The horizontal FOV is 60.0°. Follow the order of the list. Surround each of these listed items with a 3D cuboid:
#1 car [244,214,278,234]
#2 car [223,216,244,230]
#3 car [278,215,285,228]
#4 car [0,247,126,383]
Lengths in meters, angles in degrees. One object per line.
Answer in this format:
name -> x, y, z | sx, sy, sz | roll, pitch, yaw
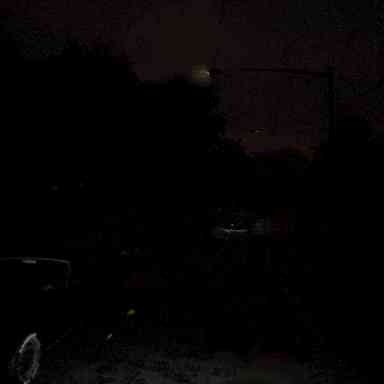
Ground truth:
car -> 5.995, 2.831, 28.496 | 1.994, 1.385, 4.181 | -1, -3, 18
car -> 4.604, 3.145, 34.350 | 1.994, 1.385, 4.181 | -1, -3, 20
car -> 9.794, 3.419, 39.436 | 1.837, 1.490, 4.892 | -1, -3, 20
car -> -2.672, 1.701, 5.589 | 1.895, 1.301, 4.718 | 0, -2, 6
